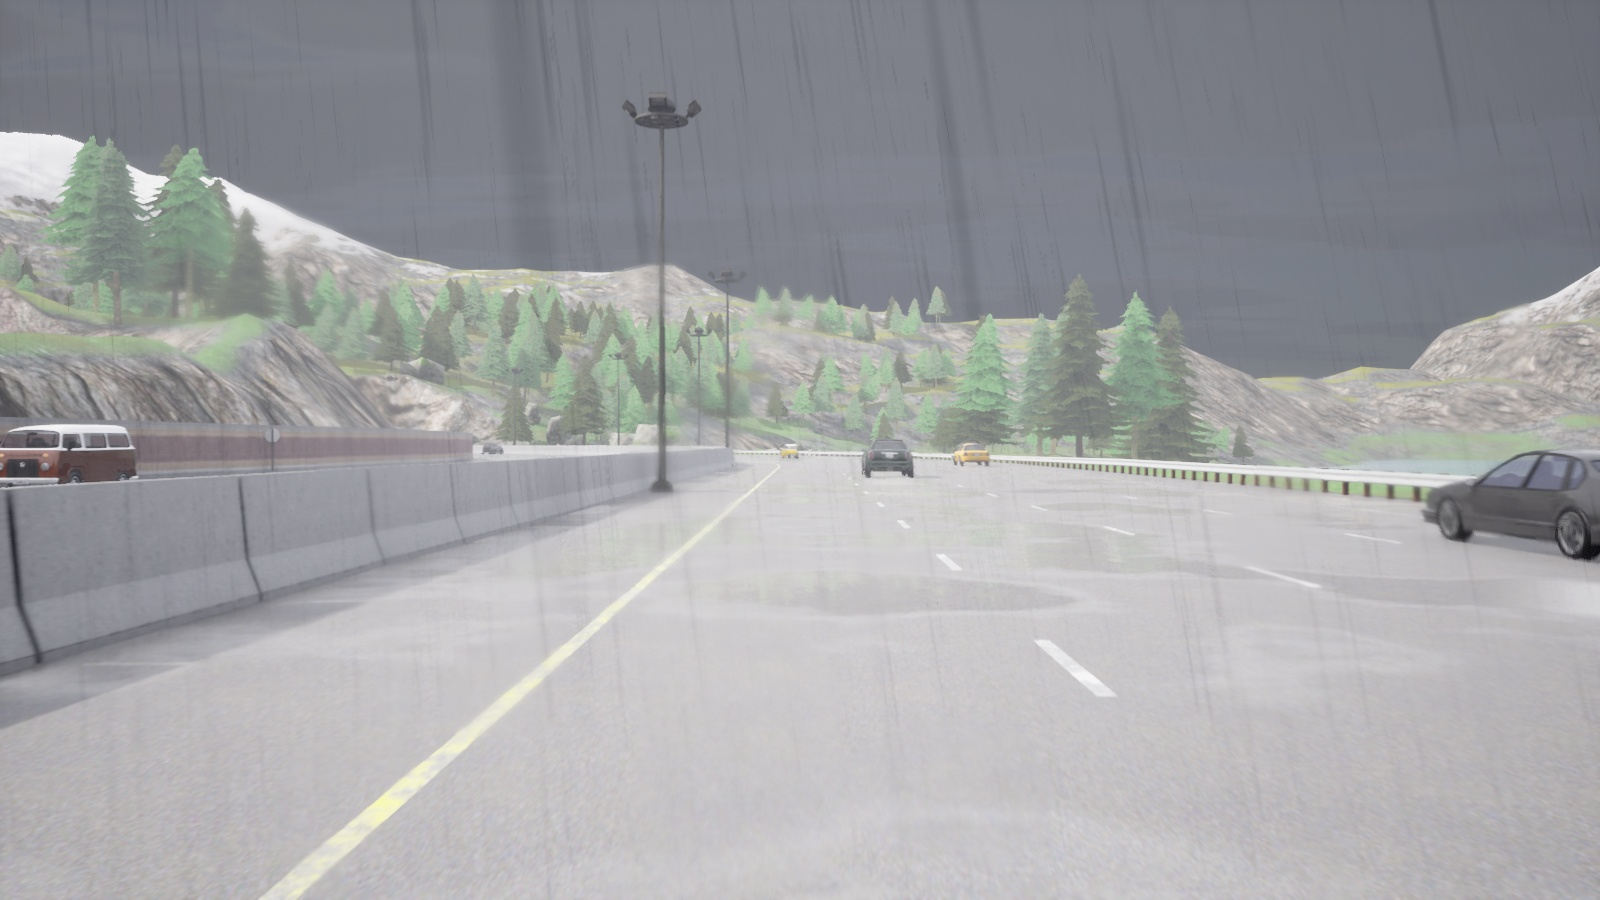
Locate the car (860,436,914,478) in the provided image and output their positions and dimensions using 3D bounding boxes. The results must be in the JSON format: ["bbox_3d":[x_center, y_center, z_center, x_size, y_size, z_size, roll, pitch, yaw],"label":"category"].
[{"bbox_3d":[3.838,0.293,55.883,2.097,1.767,4.553,0,0,0],"label":"car"}]

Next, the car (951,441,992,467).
[{"bbox_3d":[10.922,0.241,80.339,1.801,1.575,5.366,0,0,-1],"label":"car"}]

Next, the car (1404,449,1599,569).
[{"bbox_3d":[10.615,0.705,17.298,2.033,1.411,5.357,0,0,0],"label":"car"}]

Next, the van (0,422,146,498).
[{"bbox_3d":[-20.779,0.252,35.676,2.069,2.038,4.480,0,0,0],"label":"van"}]
